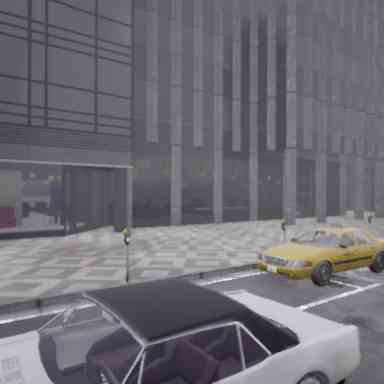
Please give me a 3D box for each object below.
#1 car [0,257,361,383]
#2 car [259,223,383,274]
[{"bbox_3d":[-0.613,1.615,2.920,4.718,1.301,1.895,1,0,-35],"label":"car"},{"bbox_3d":[3.956,1.608,9.535,4.829,1.417,1.752,1,-1,-34],"label":"car"}]
